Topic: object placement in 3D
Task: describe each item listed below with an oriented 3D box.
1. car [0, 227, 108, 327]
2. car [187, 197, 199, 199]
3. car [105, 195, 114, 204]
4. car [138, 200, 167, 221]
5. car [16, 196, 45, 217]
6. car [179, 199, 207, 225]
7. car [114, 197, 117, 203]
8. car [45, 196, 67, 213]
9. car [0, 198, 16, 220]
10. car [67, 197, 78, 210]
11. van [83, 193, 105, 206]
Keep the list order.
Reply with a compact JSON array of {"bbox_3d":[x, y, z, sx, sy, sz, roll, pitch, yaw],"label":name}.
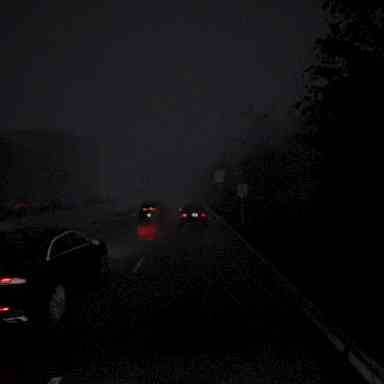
[{"bbox_3d":[-3.147,1.476,6.965,2.128,1.511,4.902,0,0,0],"label":"car"},{"bbox_3d":[0.115,1.385,41.181,1.882,1.535,5.008,0,0,0],"label":"car"},{"bbox_3d":[-15.547,1.362,57.538,2.163,1.488,4.792,0,0,0],"label":"car"},{"bbox_3d":[-3.140,1.444,26.869,1.837,1.490,4.892,0,0,0],"label":"car"},{"bbox_3d":[-15.487,1.263,29.847,2.185,1.767,4.553,0,0,0],"label":"car"},{"bbox_3d":[0.103,1.495,23.381,2.033,1.411,5.357,0,0,0],"label":"car"},{"bbox_3d":[-15.576,1.361,63.034,2.002,1.452,4.674,-2,0,0],"label":"car"},{"bbox_3d":[-15.498,1.251,35.373,2.185,1.767,4.553,0,0,0],"label":"car"},{"bbox_3d":[-15.476,1.401,24.297,2.231,1.521,4.892,0,0,0],"label":"car"},{"bbox_3d":[-15.511,1.406,40.995,2.002,1.452,4.674,0,0,0],"label":"car"},{"bbox_3d":[-15.534,1.118,51.925,1.878,1.987,4.442,0,0,0],"label":"van"}]
